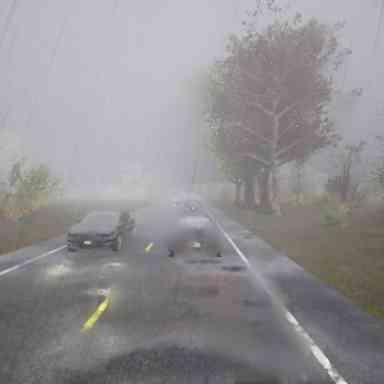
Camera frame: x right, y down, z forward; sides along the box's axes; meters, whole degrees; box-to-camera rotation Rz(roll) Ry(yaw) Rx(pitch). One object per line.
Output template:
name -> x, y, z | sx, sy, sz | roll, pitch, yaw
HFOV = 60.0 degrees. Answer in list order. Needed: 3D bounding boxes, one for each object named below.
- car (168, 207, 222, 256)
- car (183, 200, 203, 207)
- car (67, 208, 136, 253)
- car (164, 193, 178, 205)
car -> 0.105, 1.518, 12.914 | 1.812, 1.442, 4.674 | 0, 0, 0
car -> 0.127, 1.522, 32.085 | 2.033, 1.411, 5.357 | 0, 0, 0
car -> -3.585, 1.469, 13.951 | 1.882, 1.535, 5.008 | 0, 0, 0
car -> -3.496, 1.145, 55.998 | 2.150, 2.045, 5.566 | 0, 0, 1
